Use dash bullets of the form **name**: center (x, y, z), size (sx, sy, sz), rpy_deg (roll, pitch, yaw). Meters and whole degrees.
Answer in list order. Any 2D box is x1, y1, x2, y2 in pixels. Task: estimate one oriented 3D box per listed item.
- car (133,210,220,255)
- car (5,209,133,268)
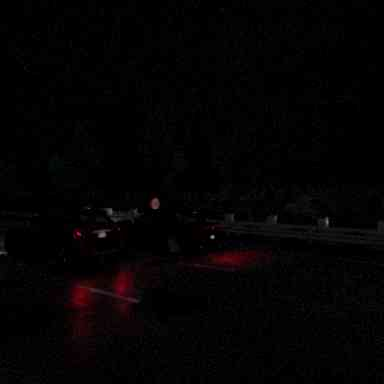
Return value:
- **car**: center (-1.260, 1.486, 13.521), size (5.008, 1.535, 1.882), rpy_deg (0, 0, 36)
- **car**: center (-4.507, 1.362, 11.546), size (4.553, 1.767, 2.097), rpy_deg (0, 0, 36)
